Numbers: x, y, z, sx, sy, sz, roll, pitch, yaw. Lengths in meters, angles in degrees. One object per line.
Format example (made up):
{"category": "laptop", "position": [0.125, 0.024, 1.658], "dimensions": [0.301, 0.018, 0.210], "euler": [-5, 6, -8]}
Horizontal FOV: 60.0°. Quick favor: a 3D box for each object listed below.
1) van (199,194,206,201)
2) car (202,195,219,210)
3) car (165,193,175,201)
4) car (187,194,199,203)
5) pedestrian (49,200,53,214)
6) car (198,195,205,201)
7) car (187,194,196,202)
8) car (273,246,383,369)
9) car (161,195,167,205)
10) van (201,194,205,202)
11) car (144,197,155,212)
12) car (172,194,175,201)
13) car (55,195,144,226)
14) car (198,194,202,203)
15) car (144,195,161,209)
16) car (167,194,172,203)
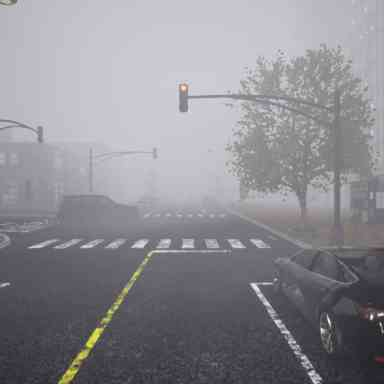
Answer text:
{"category": "van", "position": [2.576, 1.349, 82.631], "dimensions": [1.690, 1.788, 3.998], "euler": [0, 0, 0]}
{"category": "car", "position": [2.631, 1.528, 43.943], "dimensions": [1.752, 1.417, 4.829], "euler": [0, 0, 0]}
{"category": "car", "position": [-5.813, 1.324, 88.167], "dimensions": [2.192, 1.841, 5.009], "euler": [0, 0, 0]}
{"category": "car", "position": [-0.008, 1.570, 69.511], "dimensions": [1.994, 1.385, 4.181], "euler": [0, 0, 0]}
{"category": "pedestrian", "position": [-12.792, 1.319, 30.201], "dimensions": [0.375, 1.300, 0.375], "euler": [0, -1, -1]}
{"category": "car", "position": [2.567, 1.534, 88.352], "dimensions": [1.752, 1.417, 4.829], "euler": [0, 0, 0]}
{"category": "car", "position": [-0.113, 1.363, 79.430], "dimensions": [2.097, 1.767, 4.553], "euler": [0, 0, 0]}
{"category": "car", "position": [2.687, 1.566, 5.744], "dimensions": [1.947, 1.339, 4.313], "euler": [0, 0, 0]}
{"category": "car", "position": [-5.765, 1.555, 54.861], "dimensions": [2.008, 1.369, 4.403], "euler": [0, 0, 0]}
{"category": "van", "position": [2.624, 1.345, 49.325], "dimensions": [1.690, 1.788, 3.998], "euler": [0, 0, 0]}
{"category": "car", "position": [-5.741, 1.584, 38.208], "dimensions": [1.802, 1.307, 4.206], "euler": [0, 0, 0]}
{"category": "car", "position": [-5.806, 1.559, 82.616], "dimensions": [2.008, 1.369, 4.403], "euler": [0, 0, 0]}
{"category": "car", "position": [-6.499, 1.216, 23.151], "dimensions": [5.566, 2.045, 2.150], "euler": [0, 1, -21]}
{"category": "car", "position": [2.607, 1.556, 60.427], "dimensions": [2.008, 1.369, 4.403], "euler": [0, 0, 0]}
{"category": "car", "position": [-5.748, 1.318, 43.759], "dimensions": [2.192, 1.841, 5.009], "euler": [0, 0, 0]}
{"category": "car", "position": [-5.789, 1.532, 71.344], "dimensions": [1.752, 1.417, 4.829], "euler": [0, 0, 0]}
